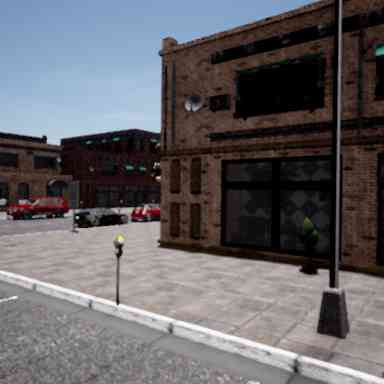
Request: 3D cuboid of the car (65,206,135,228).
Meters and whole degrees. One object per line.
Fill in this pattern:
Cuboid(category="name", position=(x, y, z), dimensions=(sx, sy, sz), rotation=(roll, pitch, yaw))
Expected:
Cuboid(category="car", position=(-6.628, 1.806, 24.421), dimensions=(1.947, 1.339, 4.313), rotation=(0, 0, 36))

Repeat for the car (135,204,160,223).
Cuboid(category="car", position=(-3.355, 1.733, 28.902), dimensions=(1.967, 1.590, 4.097), rotation=(0, 0, 36))

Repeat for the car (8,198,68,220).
Cuboid(category="car", position=(-13.393, 1.428, 29.361), dimensions=(2.192, 1.841, 5.009), rotation=(0, 0, 36))
